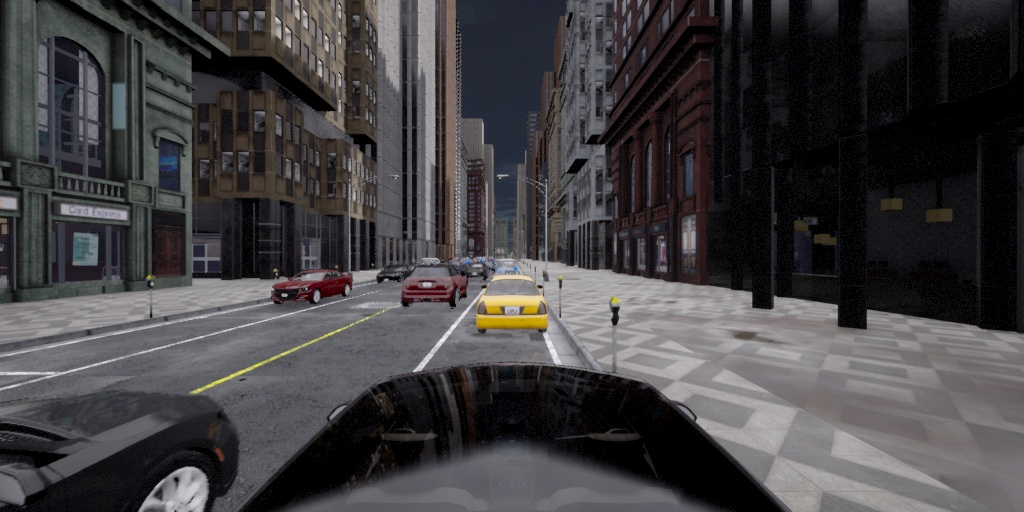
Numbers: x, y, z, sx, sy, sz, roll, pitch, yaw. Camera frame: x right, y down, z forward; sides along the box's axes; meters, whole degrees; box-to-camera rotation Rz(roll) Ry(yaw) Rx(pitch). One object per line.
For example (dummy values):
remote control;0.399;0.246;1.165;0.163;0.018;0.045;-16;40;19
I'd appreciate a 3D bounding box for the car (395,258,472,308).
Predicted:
car;-3.147;1.104;15.443;2.097;1.767;4.553;0;0;0

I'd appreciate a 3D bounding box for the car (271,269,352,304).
car;-8.908;1.297;16.299;1.888;1.381;4.507;0;0;0

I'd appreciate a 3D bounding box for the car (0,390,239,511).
car;-3.055;1.254;0.800;1.837;1.490;4.892;0;0;0

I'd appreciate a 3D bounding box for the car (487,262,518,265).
car;-0.383;1.280;22.119;1.751;1.417;4.829;0;0;0

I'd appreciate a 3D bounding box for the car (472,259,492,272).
car;-3.048;1.285;31.775;1.812;1.442;4.674;0;0;0

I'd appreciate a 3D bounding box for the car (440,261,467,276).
car;-6.229;1.311;39.006;2.033;1.411;5.357;0;0;0

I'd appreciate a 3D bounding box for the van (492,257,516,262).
van;-0.383;1.098;27.584;1.690;1.789;3.998;0;0;0

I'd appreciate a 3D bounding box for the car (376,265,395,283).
car;-8.908;1.323;27.572;1.948;1.339;4.313;0;0;0

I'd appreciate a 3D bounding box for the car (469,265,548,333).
car;0.005;1.208;10.690;1.801;1.575;5.366;0;0;0

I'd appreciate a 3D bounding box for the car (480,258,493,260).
car;-3.051;1.332;47.893;1.994;1.385;4.181;0;0;0
